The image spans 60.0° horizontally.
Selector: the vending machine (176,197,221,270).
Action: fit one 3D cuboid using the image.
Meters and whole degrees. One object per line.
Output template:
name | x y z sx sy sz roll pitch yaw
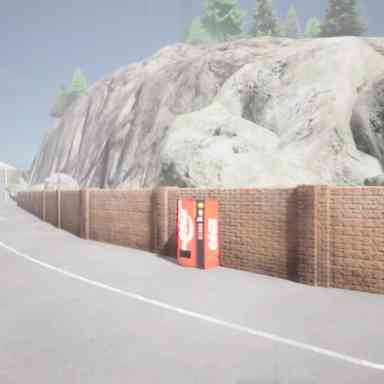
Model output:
vending machine | 0.212 1.200 10.236 0.880 2.100 1.100 0 0 42
